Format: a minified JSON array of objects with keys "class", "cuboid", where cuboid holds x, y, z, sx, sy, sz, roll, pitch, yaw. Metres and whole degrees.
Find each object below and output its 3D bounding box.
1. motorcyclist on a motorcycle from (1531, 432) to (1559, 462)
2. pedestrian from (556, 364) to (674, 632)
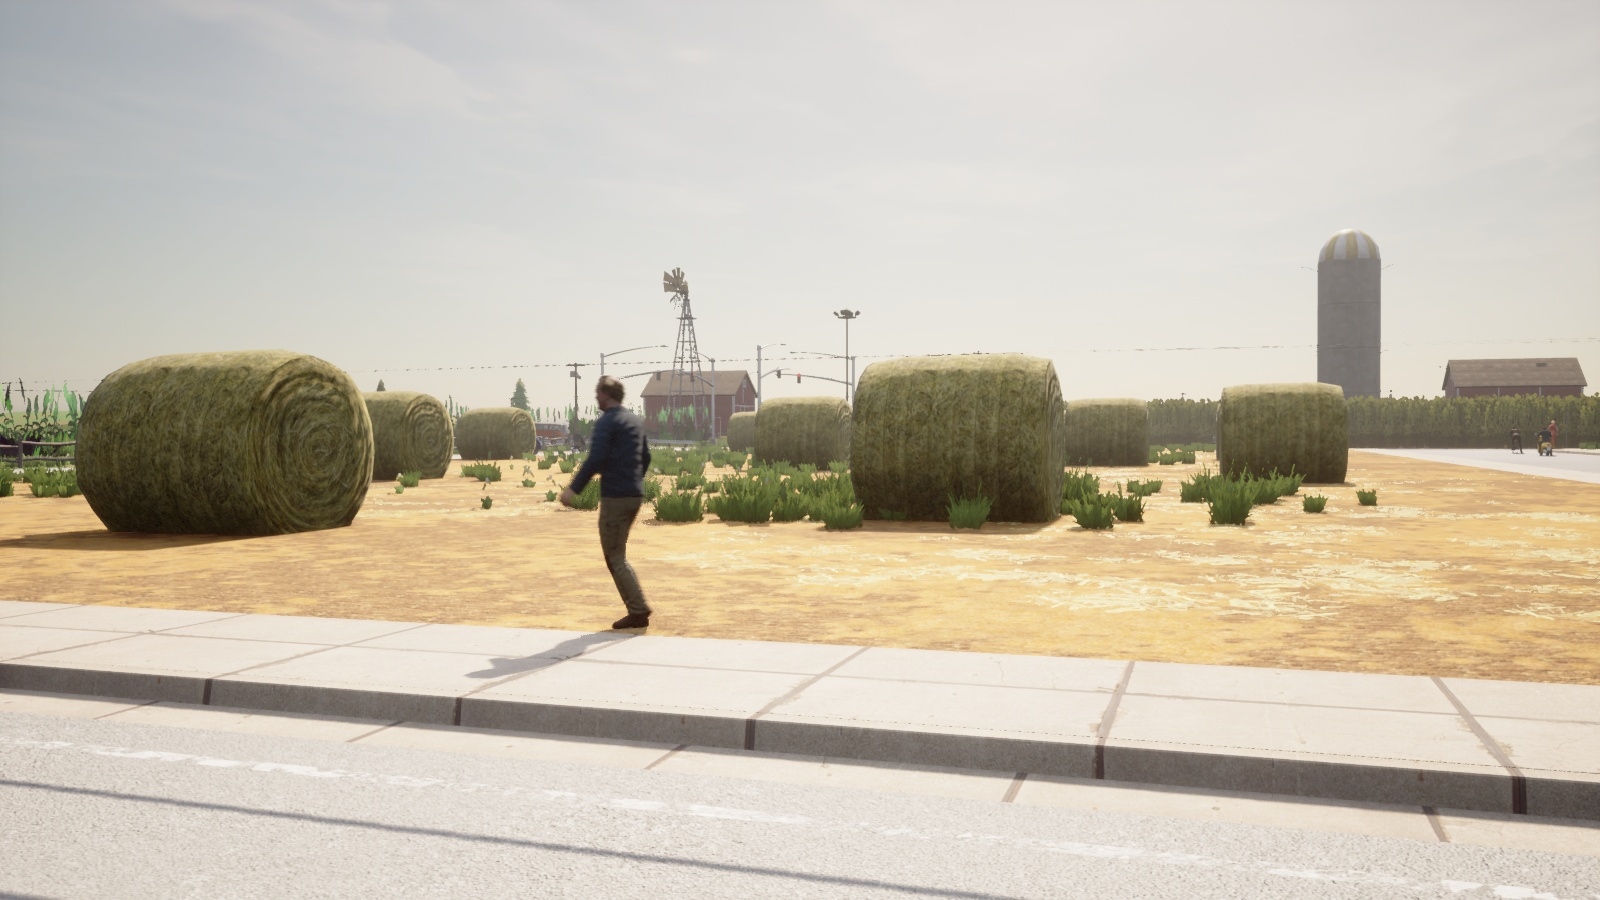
[{"class":"motorcyclist on a motorcycle","cuboid":[39.914,-0.175,67.309,0.866,1.590,1.817,1,1,18]},{"class":"pedestrian","cuboid":[-1.314,0.324,8.946,0.726,1.842,0.402,1,1,23]}]
